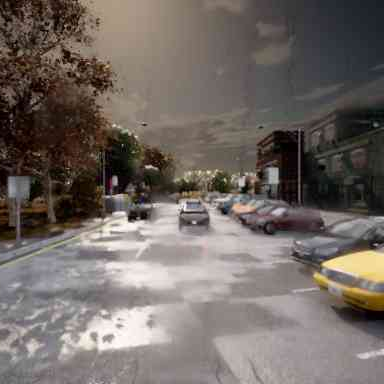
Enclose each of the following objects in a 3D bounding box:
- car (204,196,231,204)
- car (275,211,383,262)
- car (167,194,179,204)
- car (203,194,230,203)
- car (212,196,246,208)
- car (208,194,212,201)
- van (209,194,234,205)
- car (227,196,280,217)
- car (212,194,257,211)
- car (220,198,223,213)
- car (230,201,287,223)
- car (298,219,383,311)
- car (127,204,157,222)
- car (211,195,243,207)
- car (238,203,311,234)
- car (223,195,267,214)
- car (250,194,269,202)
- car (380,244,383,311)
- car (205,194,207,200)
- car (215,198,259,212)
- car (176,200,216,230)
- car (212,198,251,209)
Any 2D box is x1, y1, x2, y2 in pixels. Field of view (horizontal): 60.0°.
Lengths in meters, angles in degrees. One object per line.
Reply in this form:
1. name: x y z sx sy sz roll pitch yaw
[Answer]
1. car: 5.389 1.661 70.029 5.366 1.575 1.946 1 0 -20
2. car: 5.319 1.494 10.045 4.892 1.521 2.231 1 0 -20
3. car: -3.869 1.399 68.210 2.150 2.045 5.566 0 0 0
4. car: 5.594 1.443 76.122 5.566 2.045 2.435 1 -1 -20
5. car: 5.454 1.447 49.064 4.553 1.767 2.185 1 -1 -20
6. car: 5.429 1.300 43.050 5.566 2.045 2.435 1 0 -20
7. van: 5.661 1.415 64.130 4.442 1.987 1.878 1 -1 -20
8. car: 5.389 1.383 25.057 4.553 1.767 2.185 1 0 -20
9. car: 5.392 1.275 34.033 5.566 2.045 2.435 1 0 -20
10. car: 5.382 1.560 31.055 4.674 1.452 2.002 1 0 -20
11. car: 5.316 1.533 22.037 4.792 1.488 2.163 1 0 -20
12. car: 5.133 1.485 6.980 5.366 1.575 1.946 1 0 -20
13. car: -3.931 1.626 26.615 1.895 1.301 4.718 0 0 0
14. car: 5.469 1.460 52.065 4.553 1.767 2.185 1 -1 -20
15. car: 5.335 1.541 19.045 4.674 1.452 2.002 1 0 -20
16. car: 5.404 1.388 28.058 4.553 1.767 2.185 1 0 -20
17. car: 18.602 1.527 92.080 2.435 2.045 5.566 0 0 -21
18. car: 5.133 1.483 3.979 5.366 1.575 1.946 1 0 -20
19. car: 5.532 1.625 61.084 5.008 1.535 2.097 1 -1 -20
20. car: 5.407 1.572 40.048 4.792 1.488 2.163 1 0 -20
21. car: 0.133 1.508 21.160 2.128 1.511 4.902 0 0 0
22. car: 5.443 1.592 46.049 4.792 1.488 2.163 1 0 -20
